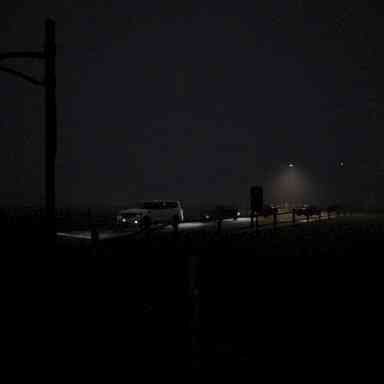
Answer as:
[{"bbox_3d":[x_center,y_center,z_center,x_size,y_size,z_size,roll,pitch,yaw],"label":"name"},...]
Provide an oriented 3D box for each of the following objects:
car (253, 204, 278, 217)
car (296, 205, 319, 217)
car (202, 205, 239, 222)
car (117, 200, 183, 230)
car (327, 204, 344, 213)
[{"bbox_3d":[8.910,2.266,40.762,2.128,1.511,4.902,0,-1,36],"label":"car"},{"bbox_3d":[14.883,2.406,42.638,2.033,1.411,5.357,0,-1,33],"label":"car"},{"bbox_3d":[2.878,2.067,32.533,2.128,1.511,4.902,0,-1,36],"label":"car"},{"bbox_3d":[-2.937,1.608,24.595,2.150,2.045,5.566,0,-1,36],"label":"car"},{"bbox_3d":[23.329,2.671,54.208,1.812,1.442,4.674,0,-1,37],"label":"car"}]
